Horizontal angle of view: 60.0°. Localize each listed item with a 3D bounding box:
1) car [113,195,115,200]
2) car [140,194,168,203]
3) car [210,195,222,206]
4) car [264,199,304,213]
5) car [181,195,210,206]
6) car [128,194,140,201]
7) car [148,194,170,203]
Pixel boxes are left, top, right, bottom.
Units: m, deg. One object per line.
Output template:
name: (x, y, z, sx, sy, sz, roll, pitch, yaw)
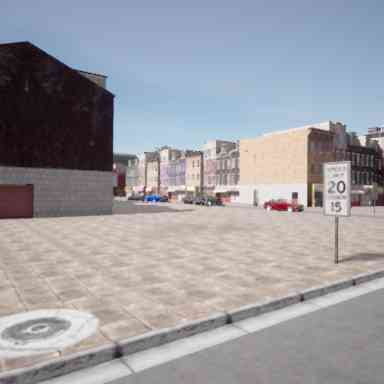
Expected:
car: (-18.932, 1.004, 75.335, 2.008, 1.369, 4.403, 1, 0, -35)
car: (-6.390, 1.086, 56.948, 1.882, 1.535, 5.008, 1, 0, -35)
car: (2.464, 1.256, 49.653, 1.837, 1.490, 4.892, 1, 0, -35)
car: (9.627, 1.408, 34.975, 1.887, 1.381, 4.507, 2, 0, -35)
car: (0.108, 1.270, 48.428, 1.947, 1.339, 4.313, 1, 0, -35)
car: (-10.441, 1.079, 62.658, 1.812, 1.442, 4.674, 1, 0, -35)
car: (-6.201, 1.130, 61.899, 1.837, 1.490, 4.892, 1, 0, -35)
